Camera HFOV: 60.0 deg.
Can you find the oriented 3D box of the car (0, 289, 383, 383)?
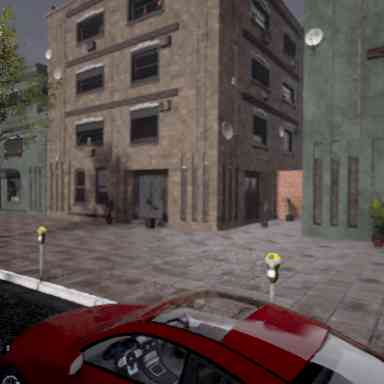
[{"bbox_3d":[-0.026,1.578,2.890,4.206,1.307,1.802,0,1,36],"label":"car"}]
